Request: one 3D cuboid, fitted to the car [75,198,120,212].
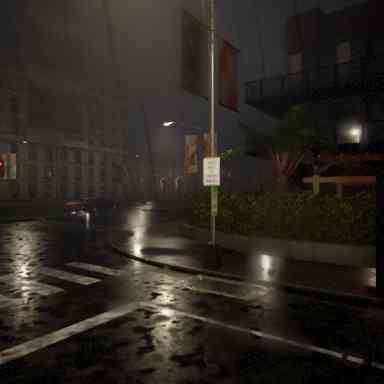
[{"bbox_3d":[-10.581,1.505,38.361,1.837,1.490,4.892,0,0,36],"label":"car"}]

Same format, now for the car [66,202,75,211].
[{"bbox_3d":[-13.077,1.478,40.905,1.882,1.535,5.008,0,0,35],"label":"car"}]
